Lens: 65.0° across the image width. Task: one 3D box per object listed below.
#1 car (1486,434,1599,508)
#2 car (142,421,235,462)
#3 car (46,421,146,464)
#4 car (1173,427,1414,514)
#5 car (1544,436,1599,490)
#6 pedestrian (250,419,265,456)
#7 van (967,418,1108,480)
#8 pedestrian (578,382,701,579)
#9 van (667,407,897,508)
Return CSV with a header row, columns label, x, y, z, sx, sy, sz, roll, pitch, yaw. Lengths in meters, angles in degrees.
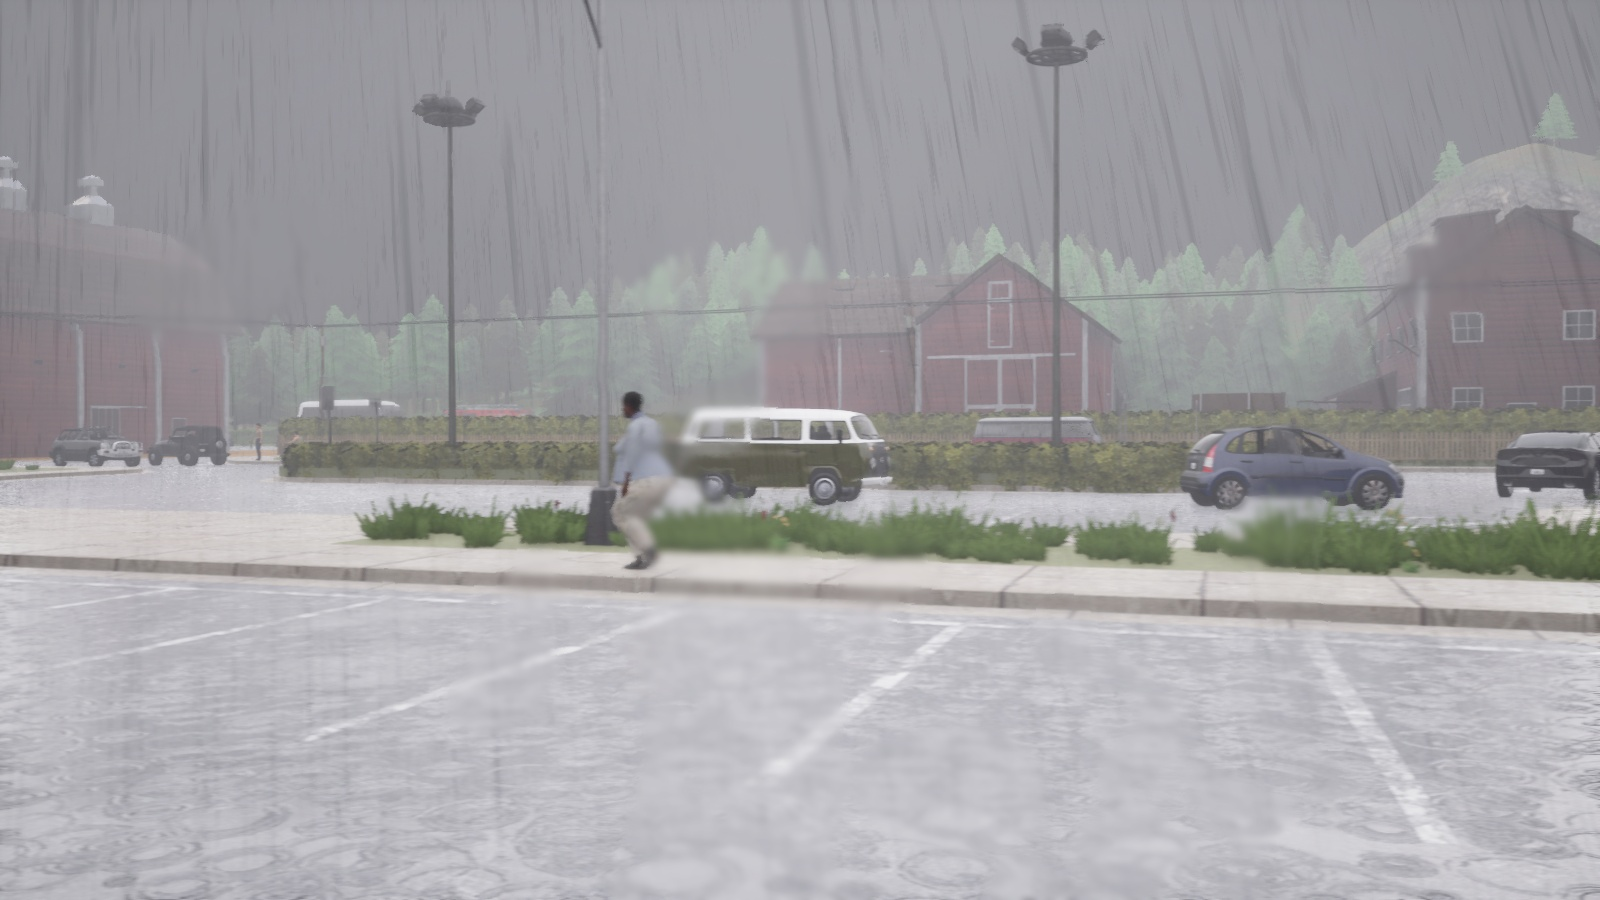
label,x,y,z,sx,sy,sz,roll,pitch,yaw
car,17.408,0.408,28.811,1.882,1.535,5.008,1,1,41
car,-28.760,-0.433,59.088,3.866,1.878,1.905,1,1,25
car,-31.680,-0.382,56.483,4.605,1.855,1.932,1,1,32
car,9.561,0.367,24.588,3.988,1.617,1.851,0,1,2
car,24.276,0.340,36.058,4.792,1.488,2.163,0,1,-13
pedestrian,-26.734,-0.610,61.907,0.345,1.836,0.594,1,1,43
van,8.009,-0.068,42.300,4.442,1.987,1.775,1,1,19
pedestrian,-1.564,0.278,12.340,0.900,1.855,0.874,1,1,19
van,-0.365,0.117,26.932,4.480,2.038,2.069,1,1,19
